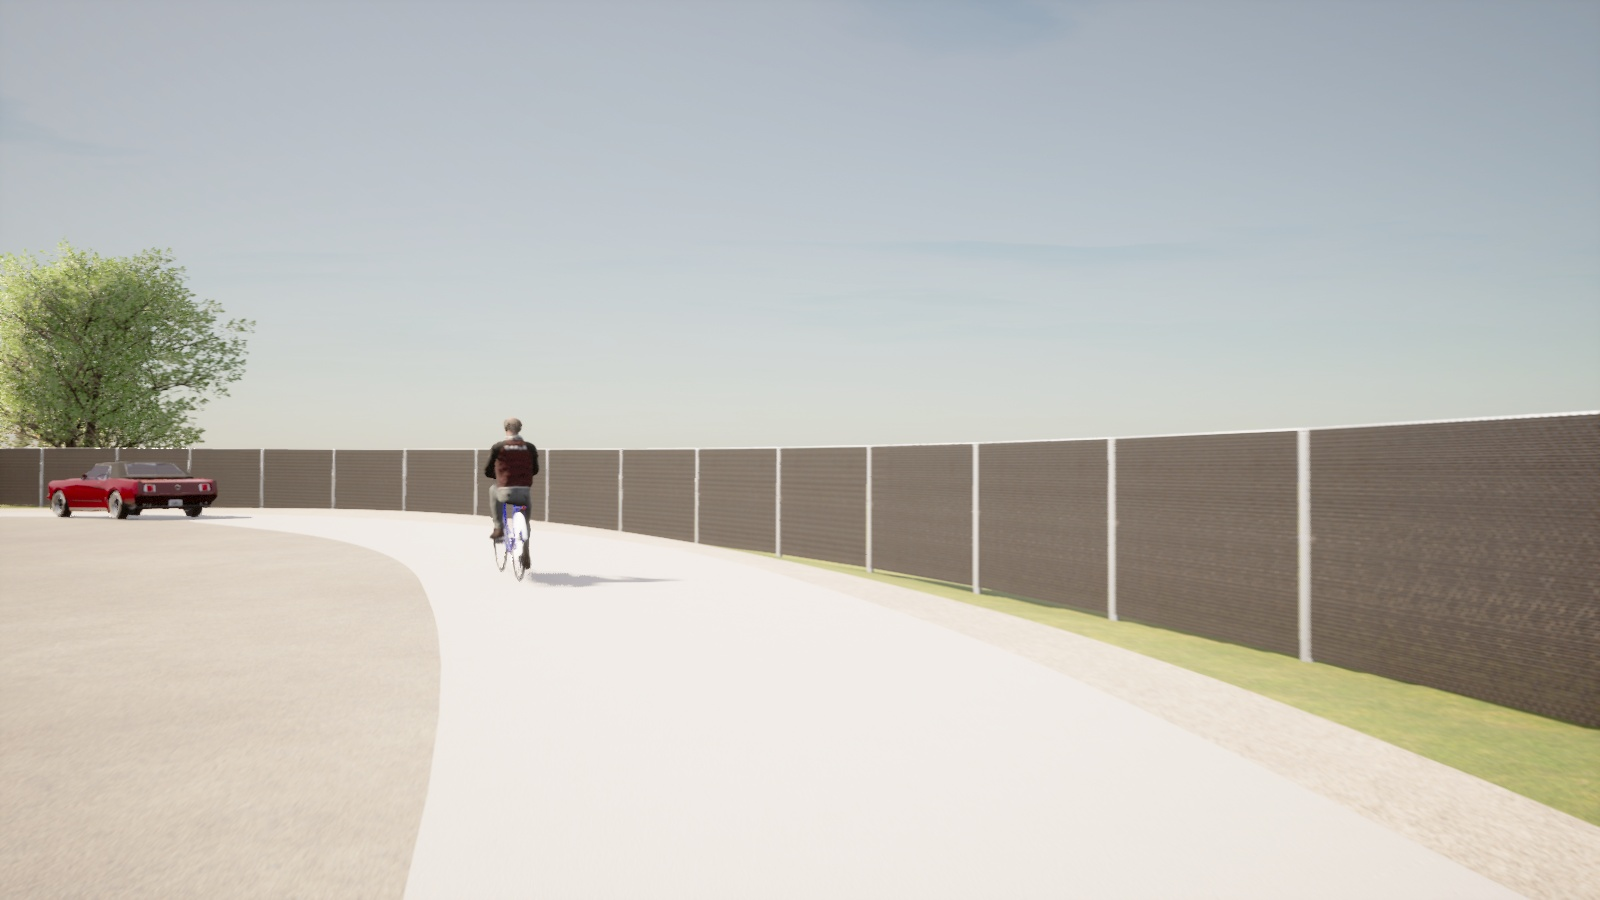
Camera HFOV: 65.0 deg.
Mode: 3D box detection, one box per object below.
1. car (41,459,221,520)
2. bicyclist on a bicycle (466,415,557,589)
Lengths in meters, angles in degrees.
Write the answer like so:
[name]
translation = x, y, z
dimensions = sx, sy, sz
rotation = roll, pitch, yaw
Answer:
[car]
translation = -15.494, 0.900, 29.005
dimensions = 4.718, 1.301, 1.895
rotation = -1, -1, 38
[bicyclist on a bicycle]
translation = -3.201, 0.524, 13.809
dimensions = 0.659, 1.776, 1.843
rotation = 0, 0, -23
